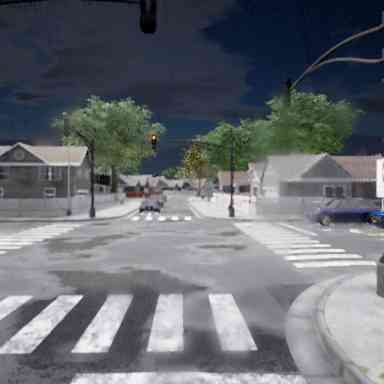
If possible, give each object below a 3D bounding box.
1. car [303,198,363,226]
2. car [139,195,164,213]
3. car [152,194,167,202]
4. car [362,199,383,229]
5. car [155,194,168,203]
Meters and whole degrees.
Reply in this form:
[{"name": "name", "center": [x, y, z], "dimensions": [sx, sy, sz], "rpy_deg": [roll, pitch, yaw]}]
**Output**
[{"name": "car", "center": [9.490, 1.182, 21.186], "dimensions": [4.553, 1.767, 2.097], "rpy_deg": [0, 0, -1]}, {"name": "car", "center": [-4.134, 1.346, 33.283], "dimensions": [1.994, 1.385, 4.181], "rpy_deg": [0, 0, -3]}, {"name": "car", "center": [-4.614, 1.076, 42.231], "dimensions": [2.097, 1.767, 4.553], "rpy_deg": [0, 0, -3]}, {"name": "car", "center": [12.348, 1.294, 18.024], "dimensions": [5.008, 1.535, 1.882], "rpy_deg": [0, 0, -2]}, {"name": "car", "center": [-5.519, 1.081, 60.496], "dimensions": [2.128, 1.511, 4.902], "rpy_deg": [0, 0, -2]}]
